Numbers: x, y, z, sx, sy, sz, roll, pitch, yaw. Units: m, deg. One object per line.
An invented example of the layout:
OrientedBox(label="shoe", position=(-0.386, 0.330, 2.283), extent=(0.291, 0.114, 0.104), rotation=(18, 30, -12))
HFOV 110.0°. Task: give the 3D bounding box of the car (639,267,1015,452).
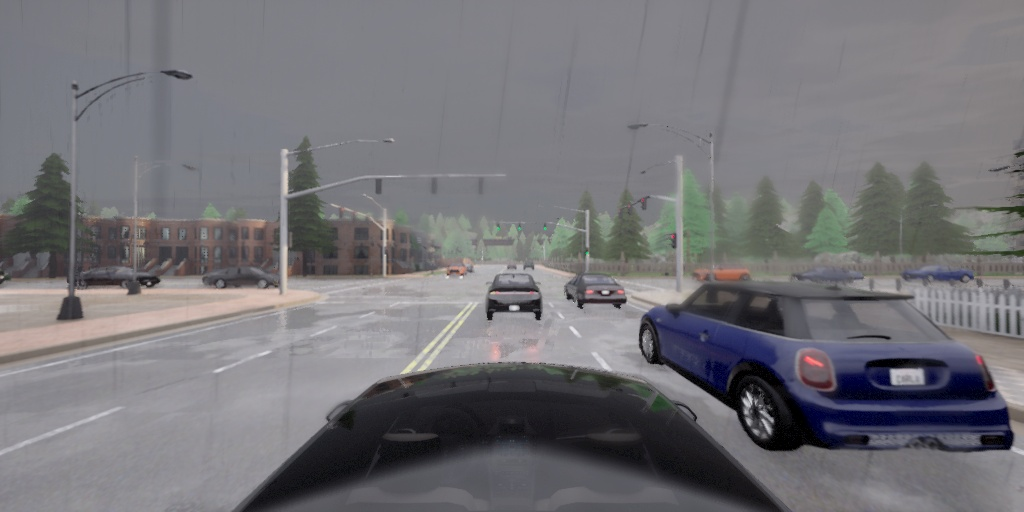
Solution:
OrientedBox(label="car", position=(3.598, 1.147, 5.387), extent=(2.097, 1.767, 4.553), rotation=(0, -1, 0))

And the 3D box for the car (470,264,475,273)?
OrientedBox(label="car", position=(-7.112, 1.944, 56.451), extent=(1.812, 1.442, 4.674), rotation=(0, -1, 1))

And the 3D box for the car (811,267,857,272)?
OrientedBox(label="car", position=(28.217, 1.670, 32.189), extent=(5.357, 1.411, 2.033), rotation=(0, -1, 1))

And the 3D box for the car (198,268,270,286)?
OrientedBox(label="car", position=(-22.200, 1.644, 28.797), extent=(4.181, 1.385, 1.994), rotation=(0, -1, -2))

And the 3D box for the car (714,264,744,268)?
OrientedBox(label="car", position=(18.692, 1.475, 32.200), extent=(4.553, 1.767, 2.097), rotation=(0, -1, 0))

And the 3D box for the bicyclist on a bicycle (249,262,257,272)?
OrientedBox(label="bicyclist on a bicycle", position=(-28.837, 1.517, 39.803), extent=(0.582, 1.620, 1.656), rotation=(0, -1, -1))

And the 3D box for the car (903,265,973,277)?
OrientedBox(label="car", position=(38.095, 1.601, 32.179), extent=(5.008, 1.535, 1.882), rotation=(0, -1, 0))

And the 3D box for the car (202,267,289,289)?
OrientedBox(label="car", position=(-18.511, 1.543, 25.373), extent=(4.892, 1.490, 1.837), rotation=(0, -1, -1))

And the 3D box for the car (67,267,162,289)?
OrientedBox(label="car", position=(-27.770, 1.637, 25.191), extent=(4.718, 1.301, 1.895), rotation=(0, -1, -3))

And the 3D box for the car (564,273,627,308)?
OrientedBox(label="car", position=(3.584, 1.475, 16.219), extent=(2.033, 1.411, 5.357), rotation=(0, -1, 0))

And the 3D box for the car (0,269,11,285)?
OrientedBox(label="car", position=(-41.372, 1.271, 26.343), extent=(5.566, 2.045, 2.150), rotation=(0, -1, -20))

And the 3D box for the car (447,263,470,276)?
OrientedBox(label="car", position=(-7.118, 1.649, 46.521), extent=(2.097, 1.767, 4.553), rotation=(0, -1, 0))

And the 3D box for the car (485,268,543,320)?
OrientedBox(label="car", position=(0.051, 1.383, 13.274), extent=(2.128, 1.511, 4.902), rotation=(0, -1, 0))
